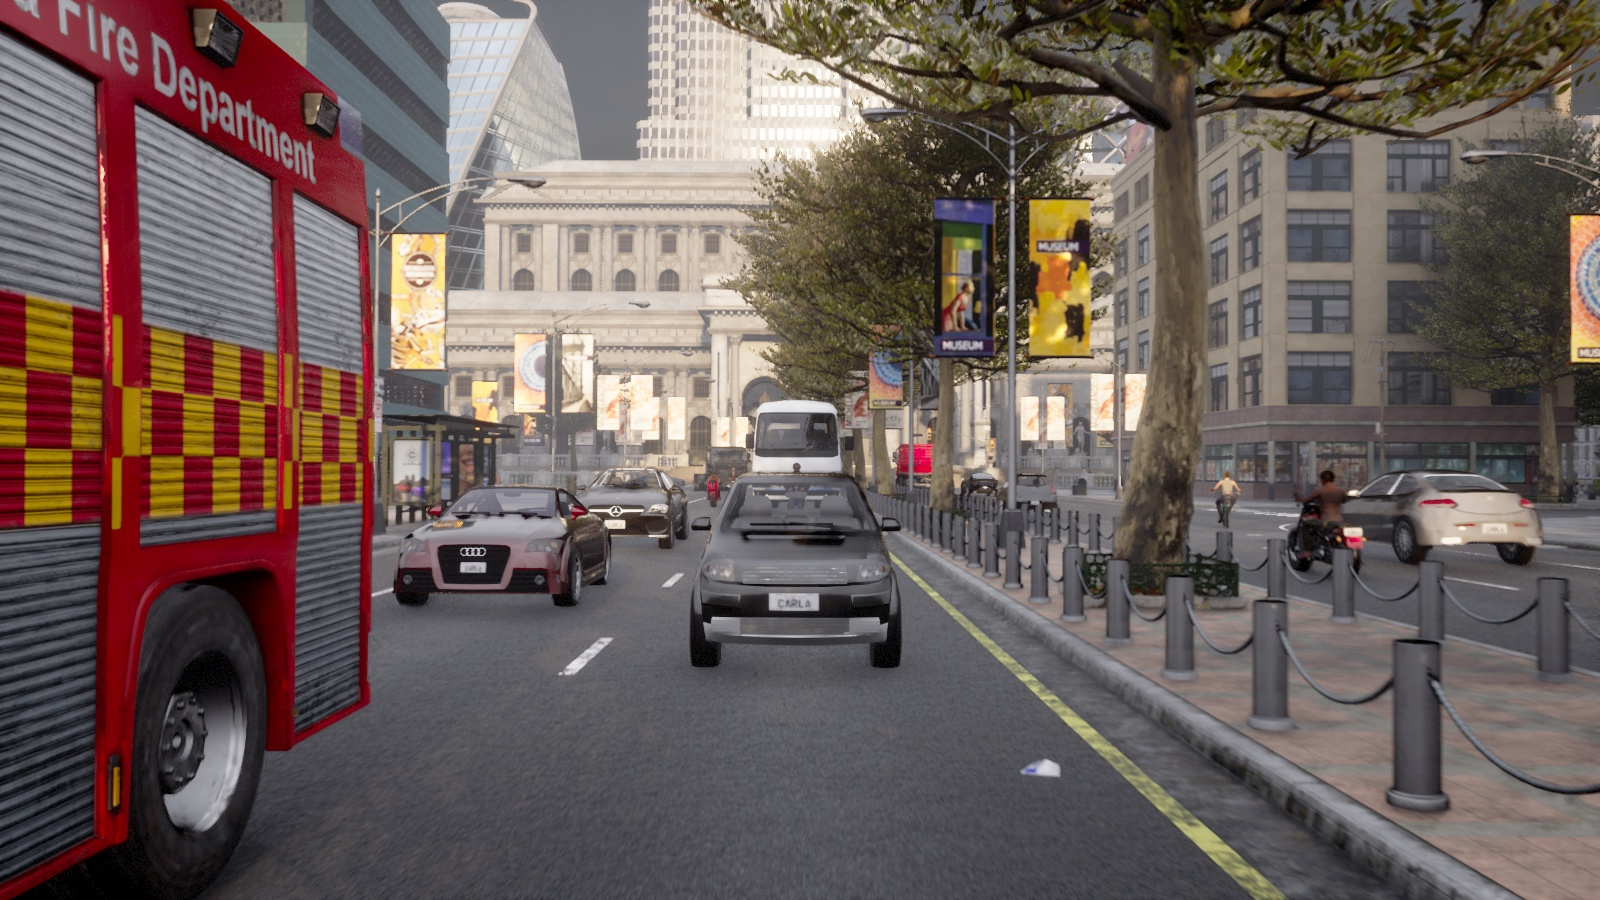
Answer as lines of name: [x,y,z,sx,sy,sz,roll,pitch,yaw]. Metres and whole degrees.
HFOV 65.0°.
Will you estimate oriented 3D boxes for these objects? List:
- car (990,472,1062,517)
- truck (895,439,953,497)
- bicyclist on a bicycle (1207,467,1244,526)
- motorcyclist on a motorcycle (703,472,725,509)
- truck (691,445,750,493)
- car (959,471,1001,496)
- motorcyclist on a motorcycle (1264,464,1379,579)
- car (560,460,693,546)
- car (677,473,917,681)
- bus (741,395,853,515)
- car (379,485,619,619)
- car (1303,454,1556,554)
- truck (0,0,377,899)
car: [7.893,1.537,44.182,1.845,1.501,3.633,0,-1,0]
truck: [7.778,1.138,79.789,2.891,3.462,7.936,0,-1,0]
bicyclist on a bicycle: [12.020,1.298,35.532,0.866,1.612,1.509,1,-1,15]
motorcyclist on a motorcycle: [-3.628,1.699,53.036,0.797,1.523,2.044,0,-1,0]
truck: [-6.046,1.437,94.403,2.891,3.462,7.936,0,-1,-15]
car: [11.261,2.068,78.919,1.882,1.535,5.008,0,-1,0]
motorcyclist on a motorcycle: [7.953,1.056,19.279,0.766,1.649,2.350,0,-1,0]
car: [-3.566,1.055,26.739,2.152,1.651,5.027,0,-1,0]
car: [-0.027,0.982,11.252,1.789,1.549,3.705,0,-1,0]
bus: [-0.127,0.271,49.703,3.944,4.253,10.273,0,-1,0]
car: [-3.538,1.154,15.606,1.994,1.385,4.181,0,-1,0]
car: [11.443,0.938,23.338,2.152,1.651,5.027,0,-1,0]
truck: [-3.509,-0.304,1.918,2.891,3.827,8.468,0,-1,0]
